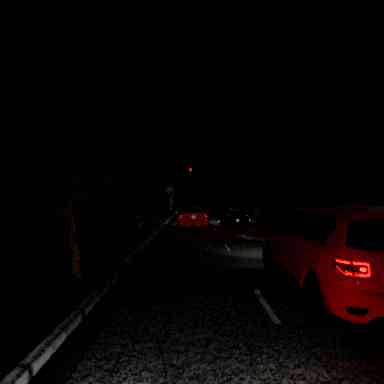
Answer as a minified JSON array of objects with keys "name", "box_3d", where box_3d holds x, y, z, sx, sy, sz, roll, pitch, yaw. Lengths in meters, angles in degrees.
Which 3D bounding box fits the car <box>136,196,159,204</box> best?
[{"name":"car","box_3d":[-11.478,2.245,82.696,4.792,1.488,2.163,-1,0,-15]}]

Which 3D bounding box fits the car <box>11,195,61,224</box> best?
[{"name":"car","box_3d":[-13.830,1.510,26.829,5.566,2.045,2.435,-1,-1,-20]}]

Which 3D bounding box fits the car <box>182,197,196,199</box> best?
[{"name":"car","box_3d":[0.155,1.771,38.449,2.097,1.767,4.553,0,-1,0]}]

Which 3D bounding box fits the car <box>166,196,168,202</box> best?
[{"name":"car","box_3d":[-10.052,2.342,94.651,4.892,1.521,2.231,-1,-1,-14]}]

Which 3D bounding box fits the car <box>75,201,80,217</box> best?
[{"name":"car","box_3d":[-13.782,1.878,32.842,4.674,1.452,2.002,-1,-1,-20]}]

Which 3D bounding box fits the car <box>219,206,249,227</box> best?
[{"name":"car","box_3d":[3.096,1.769,24.832,1.812,1.442,4.674,0,-1,0]}]

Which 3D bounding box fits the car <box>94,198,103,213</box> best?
[{"name":"car","box_3d":[-13.732,1.664,38.878,5.566,2.045,2.435,-1,-1,-20]}]

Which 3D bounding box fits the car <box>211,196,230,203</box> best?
[{"name":"car","box_3d":[7.631,2.090,88.270,4.553,1.767,2.185,1,-1,-14]}]

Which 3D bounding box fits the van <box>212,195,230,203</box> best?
[{"name":"van","box_3d":[7.248,1.958,85.302,4.442,1.987,1.878,1,0,-14]}]

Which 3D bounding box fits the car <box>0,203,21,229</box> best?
[{"name":"car","box_3d":[-13.812,1.688,20.839,4.892,1.521,2.231,-1,-1,-20]}]

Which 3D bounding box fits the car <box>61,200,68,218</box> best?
[{"name":"car","box_3d":[-13.971,1.798,29.776,5.366,1.575,1.946,-1,-1,-20]}]

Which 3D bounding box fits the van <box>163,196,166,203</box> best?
[{"name":"van","box_3d":[-10.278,2.081,91.683,4.442,1.987,1.878,-1,-1,-14]}]

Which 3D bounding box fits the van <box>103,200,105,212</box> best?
[{"name":"van","box_3d":[-13.618,1.728,41.914,4.442,1.987,1.878,-1,-1,-19]}]

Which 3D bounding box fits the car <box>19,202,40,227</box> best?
[{"name":"car","box_3d":[-13.829,1.753,23.822,4.792,1.488,2.163,-1,0,-20]}]

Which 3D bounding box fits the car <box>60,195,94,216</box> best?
[{"name":"car","box_3d":[-13.804,1.625,35.842,5.566,2.045,2.435,-1,-1,-20]}]

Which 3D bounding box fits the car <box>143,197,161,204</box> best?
[{"name":"car","box_3d":[-10.742,2.149,88.641,4.553,1.767,2.185,-1,-1,-14]}]

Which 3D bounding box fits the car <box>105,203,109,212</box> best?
[{"name":"car","box_3d":[-13.644,1.868,44.890,4.553,1.767,2.185,-1,-1,-19]}]

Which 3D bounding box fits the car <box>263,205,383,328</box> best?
[{"name":"car","box_3d":[3.098,1.276,7.211,2.150,2.045,5.566,0,0,0]}]

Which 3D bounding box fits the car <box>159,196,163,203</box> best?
[{"name":"car","box_3d":[-10.835,2.236,85.688,5.366,1.575,1.946,-1,-1,-15]}]

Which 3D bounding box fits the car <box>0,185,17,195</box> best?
[{"name":"car","box_3d":[-40.228,-0.205,73.689,2.231,1.521,4.892,6,-3,-19]}]

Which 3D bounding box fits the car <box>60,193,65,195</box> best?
[{"name":"car","box_3d":[-28.194,0.922,73.570,2.002,1.452,4.674,6,-3,-19]}]

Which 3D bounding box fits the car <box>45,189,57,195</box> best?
[{"name":"car","box_3d":[-31.189,0.361,73.636,2.435,2.045,5.566,6,-3,-19]}]

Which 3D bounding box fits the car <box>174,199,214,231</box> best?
[{"name":"car","box_3d":[0.095,1.564,22.282,2.097,1.767,4.553,0,-1,0]}]
